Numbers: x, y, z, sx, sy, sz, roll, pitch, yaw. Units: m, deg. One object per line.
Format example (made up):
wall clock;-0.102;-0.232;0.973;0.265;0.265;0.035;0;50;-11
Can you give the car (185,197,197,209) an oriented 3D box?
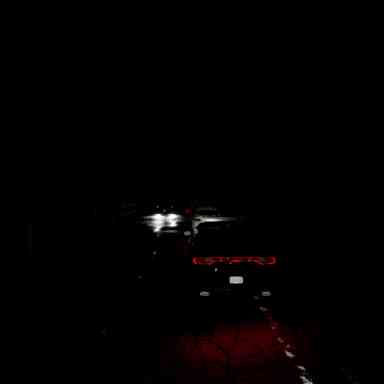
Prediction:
car;0.003;1.524;46.107;2.128;1.511;4.902;0;0;0

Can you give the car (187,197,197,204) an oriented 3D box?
car;-0.049;1.673;65.188;1.895;1.301;4.718;0;0;0

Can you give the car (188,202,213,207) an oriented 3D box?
car;0.811;1.531;18.635;1.812;1.442;4.674;0;0;0

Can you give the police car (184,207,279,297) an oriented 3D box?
police car;0.818;1.426;8.744;1.930;1.638;5.238;0;0;0

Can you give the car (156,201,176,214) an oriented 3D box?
car;-2.777;1.619;36.054;1.895;1.301;4.718;0;0;0

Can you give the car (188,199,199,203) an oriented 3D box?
car;0.806;1.514;24.634;1.837;1.490;4.892;0;0;0
